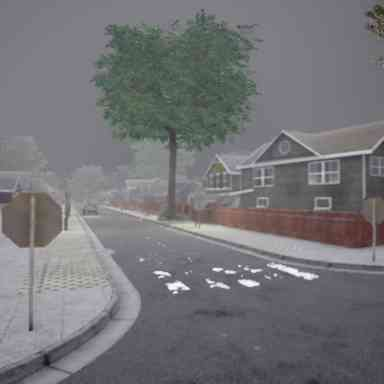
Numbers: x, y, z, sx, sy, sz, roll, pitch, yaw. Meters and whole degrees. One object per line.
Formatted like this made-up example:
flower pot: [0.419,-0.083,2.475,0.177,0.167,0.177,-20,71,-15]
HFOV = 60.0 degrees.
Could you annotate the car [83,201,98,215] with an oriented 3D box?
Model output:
car: [-15.095,2.511,49.378,2.128,1.511,4.902,1,-1,-20]

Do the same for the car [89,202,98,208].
car: [-24.909,3.177,83.859,1.812,1.442,4.674,1,-1,-20]
